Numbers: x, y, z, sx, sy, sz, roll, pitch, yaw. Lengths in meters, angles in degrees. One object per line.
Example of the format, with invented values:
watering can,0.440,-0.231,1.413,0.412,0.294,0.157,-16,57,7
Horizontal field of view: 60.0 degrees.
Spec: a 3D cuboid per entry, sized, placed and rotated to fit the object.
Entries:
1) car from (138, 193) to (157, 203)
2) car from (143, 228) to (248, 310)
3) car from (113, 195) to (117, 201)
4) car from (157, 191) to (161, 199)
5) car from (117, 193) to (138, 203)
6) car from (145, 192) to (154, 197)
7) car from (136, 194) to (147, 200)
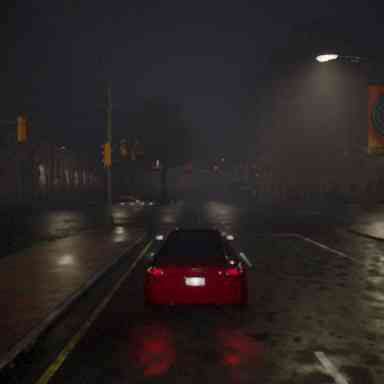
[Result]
car,-8.074,1.159,60.425,1.837,1.490,4.892,0,0,1
car,0.072,1.518,7.812,1.994,1.385,4.181,0,0,0
car,-14.775,1.206,67.918,1.895,1.301,4.718,0,0,0
car,-8.028,1.065,75.873,1.837,1.490,4.892,0,0,0
car,-11.573,1.005,60.422,2.097,1.767,4.553,0,0,1
car,-11.534,0.644,91.284,1.994,1.385,4.181,0,0,0
car,-11.528,1.161,75.794,1.895,1.301,4.718,0,0,0
